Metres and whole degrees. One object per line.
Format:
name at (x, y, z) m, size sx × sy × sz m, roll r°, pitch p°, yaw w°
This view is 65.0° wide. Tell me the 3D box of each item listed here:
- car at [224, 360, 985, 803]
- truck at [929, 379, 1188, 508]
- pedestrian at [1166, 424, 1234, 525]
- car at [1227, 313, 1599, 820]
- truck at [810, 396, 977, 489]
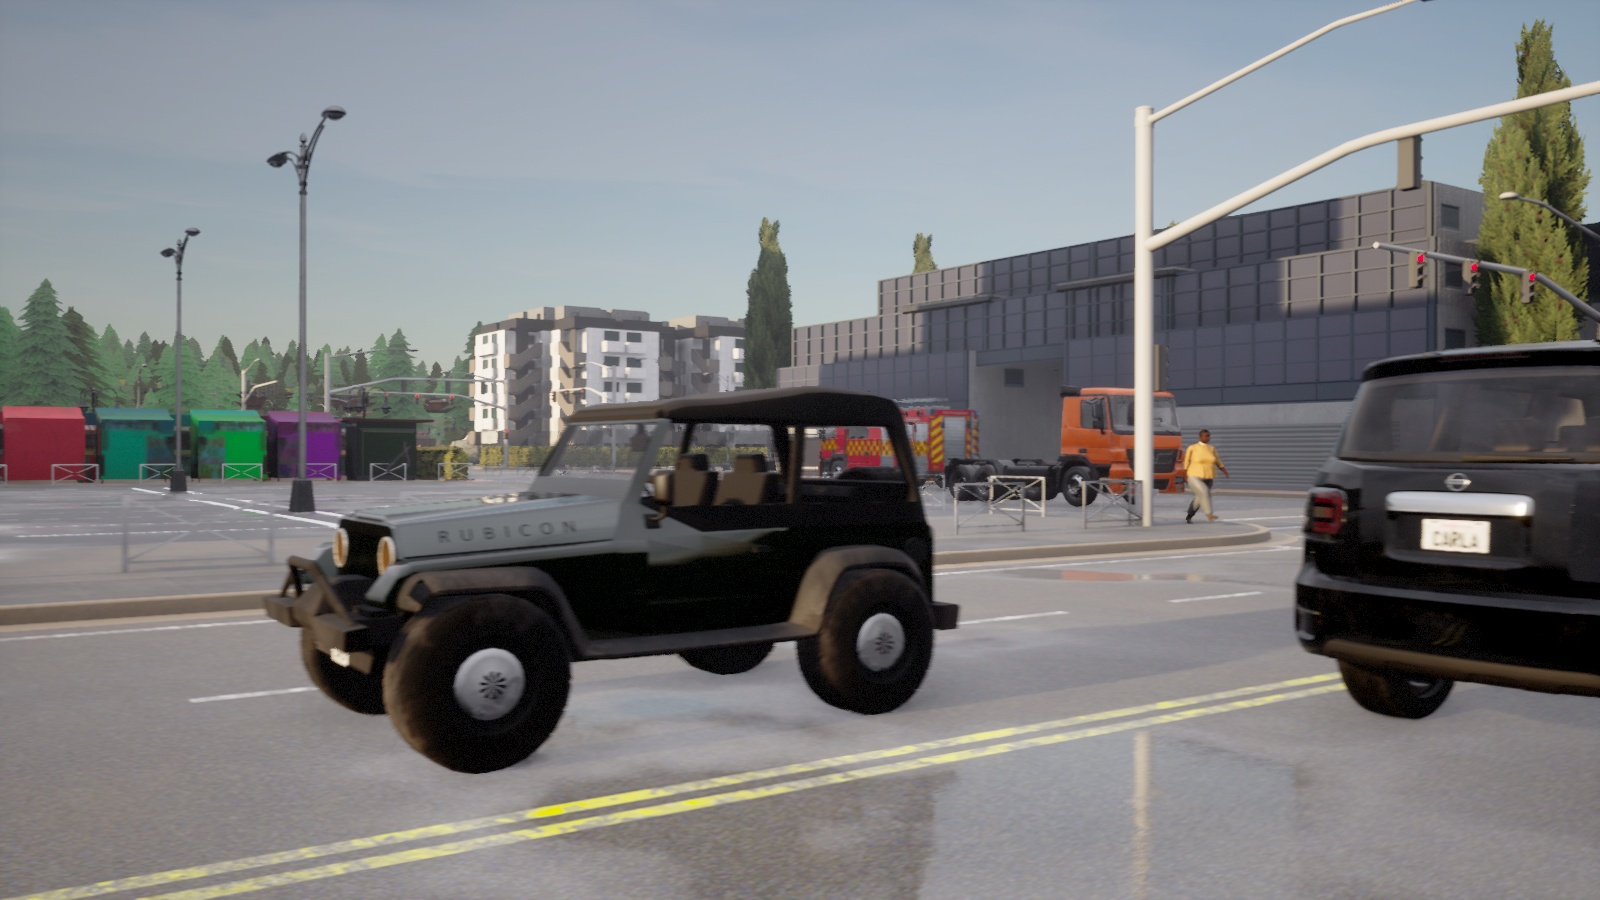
car at (-1.025, 0.561, 7.211) m, size 3.866 × 1.878 × 1.905 m, roll 0°, pitch 0°, yaw -35°
truck at (7.568, -0.160, 37.971) m, size 2.891 × 3.462 × 7.936 m, roll 0°, pitch 0°, yaw -33°
pedestrian at (7.499, 0.445, 23.573) m, size 0.874 × 1.855 × 0.900 m, roll 0°, pitch 0°, yaw -12°
car at (5.115, 0.471, 7.220) m, size 5.566 × 2.045 × 2.150 m, roll 0°, pitch 0°, yaw -35°
truck at (4.002, -0.291, 56.196) m, size 2.891 × 3.827 × 8.468 m, roll 0°, pitch 0°, yaw -33°
